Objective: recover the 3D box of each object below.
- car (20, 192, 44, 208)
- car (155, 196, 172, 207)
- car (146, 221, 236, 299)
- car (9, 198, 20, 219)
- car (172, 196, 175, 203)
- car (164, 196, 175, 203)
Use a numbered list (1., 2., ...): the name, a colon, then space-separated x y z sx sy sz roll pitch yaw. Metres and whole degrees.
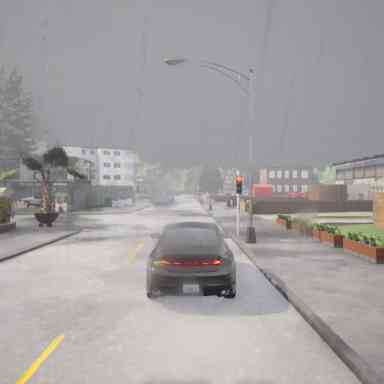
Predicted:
1. car: -20.154 0.985 42.119 1.905 1.878 3.866 0 0 34
2. car: -4.571 1.477 50.620 1.882 1.535 5.008 0 0 0
3. car: -0.016 1.505 8.456 1.837 1.490 4.892 0 0 0
4. car: -16.401 1.352 25.902 4.553 1.767 2.097 0 0 0
5. car: -4.636 1.477 60.033 1.882 1.535 5.008 0 0 0
6. car: -4.664 1.525 70.463 2.128 1.511 4.902 0 0 -1
